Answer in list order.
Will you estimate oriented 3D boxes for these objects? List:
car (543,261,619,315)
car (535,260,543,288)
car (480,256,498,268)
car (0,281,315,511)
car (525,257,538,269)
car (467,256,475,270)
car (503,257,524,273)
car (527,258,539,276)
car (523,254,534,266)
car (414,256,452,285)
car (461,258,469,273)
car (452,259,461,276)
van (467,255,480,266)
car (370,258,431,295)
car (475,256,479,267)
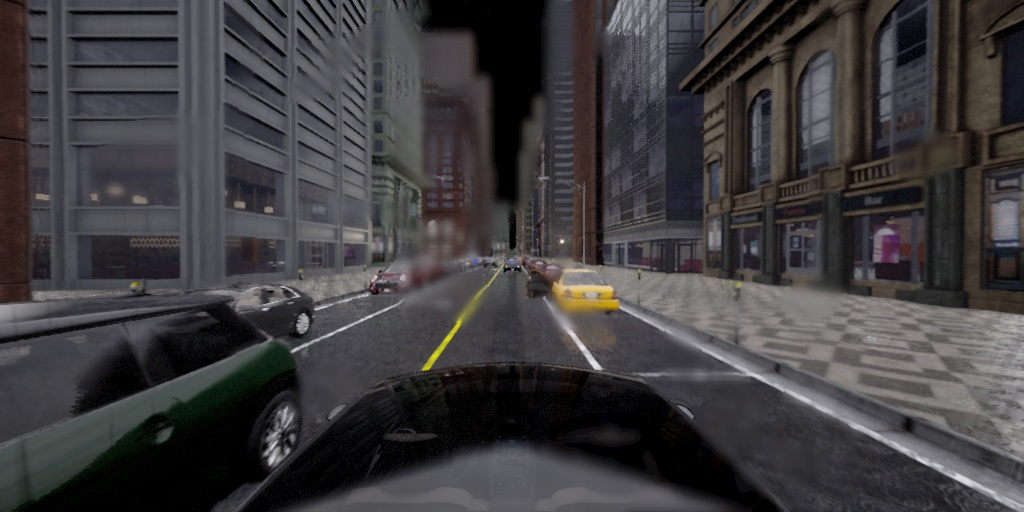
[{"bbox_3d":[2.351,1.119,13.056,1.801,1.575,5.366,0,0,0],"label":"car"},{"bbox_3d":[2.763,1.159,24.174,1.802,1.307,4.207,0,0,0],"label":"car"},{"bbox_3d":[-3.012,0.886,50.928,1.837,1.490,4.892,0,0,0],"label":"car"},{"bbox_3d":[-3.101,1.103,1.609,2.097,1.767,4.553,0,0,0],"label":"car"},{"bbox_3d":[2.763,1.031,41.082,1.802,1.307,4.207,0,0,0],"label":"car"},{"bbox_3d":[-5.762,1.000,41.077,2.007,1.370,4.403,0,0,0],"label":"car"},{"bbox_3d":[0.059,1.070,38.461,1.895,1.301,4.718,0,0,0],"label":"car"},{"bbox_3d":[2.763,1.073,35.446,1.802,1.307,4.207,0,0,0],"label":"car"},{"bbox_3d":[2.763,0.848,46.718,1.967,1.591,4.097,0,0,0],"label":"car"},{"bbox_3d":[-5.762,0.892,24.168,2.192,1.841,5.009,0,0,0],"label":"car"},{"bbox_3d":[-5.762,1.057,35.441,1.948,1.339,4.313,0,0,0],"label":"car"},{"bbox_3d":[-5.762,1.100,29.805,1.948,1.339,4.313,0,0,0],"label":"car"},{"bbox_3d":[-5.761,0.709,52.350,1.690,1.789,3.998,0,0,0],"label":"van"},{"bbox_3d":[-5.763,1.060,18.531,1.967,1.591,4.097,0,0,0],"label":"car"},{"bbox_3d":[-5.762,0.990,46.714,1.802,1.307,4.207,0,0,0],"label":"car"}]
